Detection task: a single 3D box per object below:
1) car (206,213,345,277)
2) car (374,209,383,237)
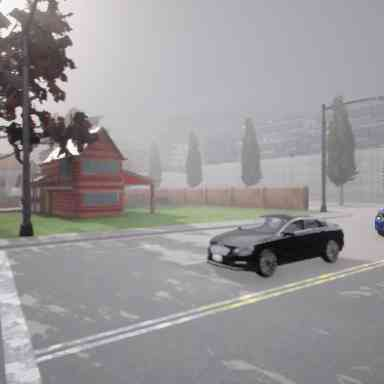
[{"bbox_3d":[2.667,1.435,10.108,4.902,1.511,2.128,0,0,-35],"label":"car"},{"bbox_3d":[11.139,1.091,16.137,5.566,2.045,2.150,0,0,-35],"label":"car"}]
